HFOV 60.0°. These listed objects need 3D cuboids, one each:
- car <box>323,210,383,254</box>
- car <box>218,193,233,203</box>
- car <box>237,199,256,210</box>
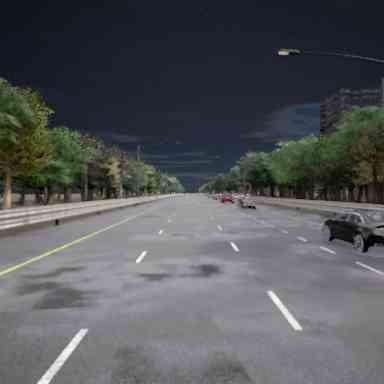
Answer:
[{"bbox_3d":[6.996,1.492,13.565,2.128,1.511,4.902,0,0,0],"label":"car"},{"bbox_3d":[7.061,1.267,68.126,2.150,2.045,5.566,0,0,0],"label":"car"},{"bbox_3d":[6.998,1.562,43.137,2.033,1.411,5.357,0,0,0],"label":"car"}]
